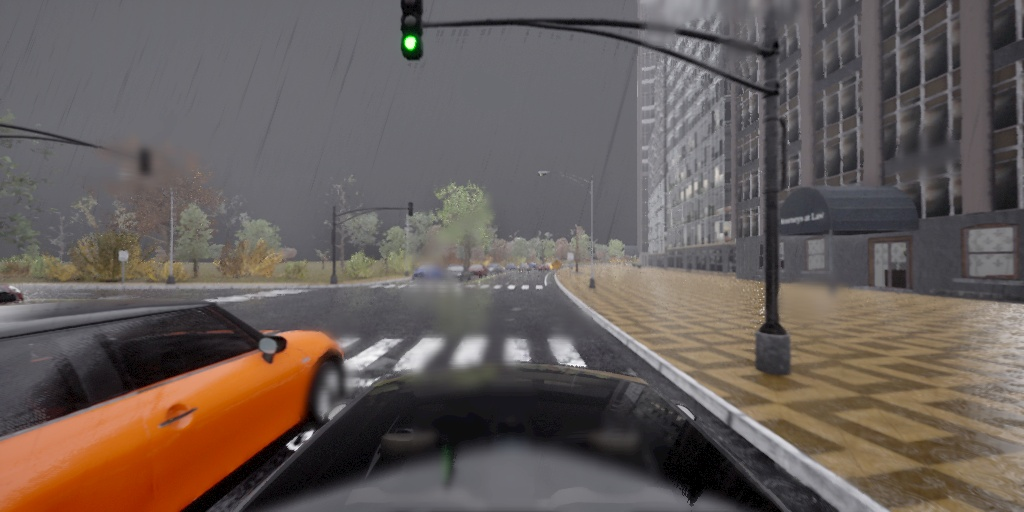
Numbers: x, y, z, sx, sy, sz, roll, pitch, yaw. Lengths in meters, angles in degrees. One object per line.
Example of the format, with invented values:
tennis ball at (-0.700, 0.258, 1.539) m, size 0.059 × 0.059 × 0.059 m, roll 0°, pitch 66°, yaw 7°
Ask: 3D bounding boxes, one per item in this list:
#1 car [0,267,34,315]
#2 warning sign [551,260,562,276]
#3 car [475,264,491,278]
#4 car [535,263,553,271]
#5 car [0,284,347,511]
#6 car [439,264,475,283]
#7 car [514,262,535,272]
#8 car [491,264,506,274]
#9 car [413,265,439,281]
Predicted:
car at (-21.026, 1.292, 13.103) m, size 4.553 × 1.767 × 2.097 m, roll 0°, pitch 0°, yaw 3°
warning sign at (5.271, 1.368, 42.363) m, size 1.300 × 1.860 × 1.060 m, roll 0°, pitch 0°, yaw 7°
car at (-4.141, 1.728, 42.768) m, size 1.882 × 1.535 × 5.008 m, roll 0°, pitch -1°, yaw 7°
car at (5.861, 2.136, 64.849) m, size 1.895 × 1.301 × 4.718 m, roll 0°, pitch -1°, yaw 10°
car at (-3.163, 1.114, 2.842) m, size 2.097 × 1.767 × 4.553 m, roll 0°, pitch -1°, yaw -1°
car at (-5.081, 1.662, 33.583) m, size 1.812 × 1.442 × 4.674 m, roll 0°, pitch -1°, yaw 5°
car at (2.349, 2.074, 64.457) m, size 2.033 × 1.411 × 5.357 m, roll 0°, pitch -1°, yaw 11°
car at (-2.685, 1.881, 53.937) m, size 2.128 × 1.511 × 4.902 m, roll 0°, pitch -1°, yaw 9°
car at (-8.172, 1.635, 35.423) m, size 1.882 × 1.535 × 5.008 m, roll 0°, pitch -1°, yaw 6°
